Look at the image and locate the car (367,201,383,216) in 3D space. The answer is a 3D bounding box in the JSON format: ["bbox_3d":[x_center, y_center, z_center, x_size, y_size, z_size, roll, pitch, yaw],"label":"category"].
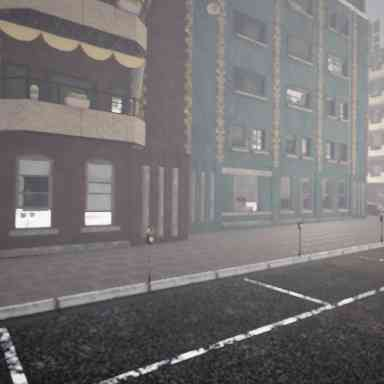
[{"bbox_3d":[15.945,1.374,32.499,2.192,1.841,5.009,1,-1,-36],"label":"car"}]
